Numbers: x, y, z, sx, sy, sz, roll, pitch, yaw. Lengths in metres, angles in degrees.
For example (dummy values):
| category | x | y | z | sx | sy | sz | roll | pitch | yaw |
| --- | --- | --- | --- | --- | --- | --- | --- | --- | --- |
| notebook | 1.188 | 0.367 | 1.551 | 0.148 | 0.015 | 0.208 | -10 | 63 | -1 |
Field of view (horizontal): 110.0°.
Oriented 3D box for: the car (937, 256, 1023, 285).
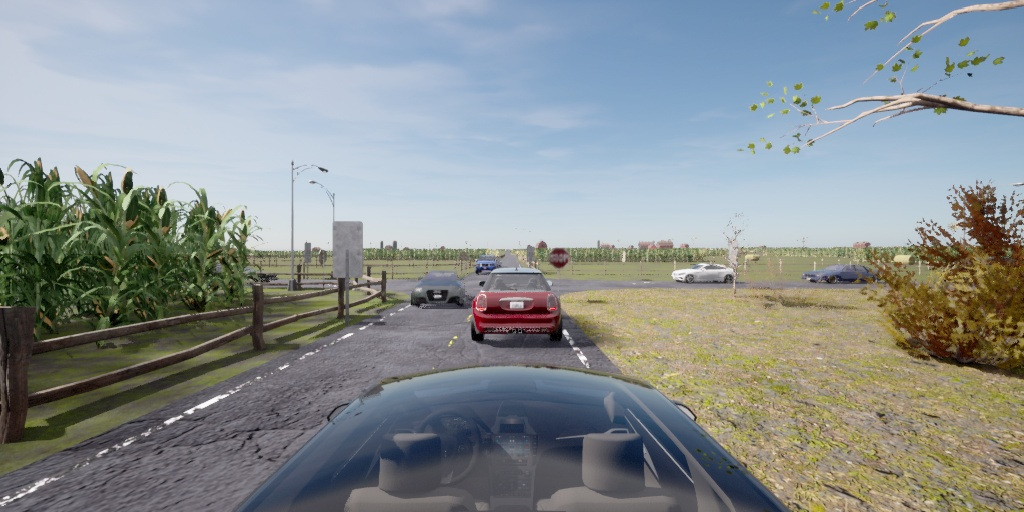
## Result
| category | x | y | z | sx | sy | sz | roll | pitch | yaw |
| --- | --- | --- | --- | --- | --- | --- | --- | --- | --- |
| car | 35.814 | 1.052 | 27.060 | 5.566 | 2.045 | 2.150 | 0 | 0 | 1 |

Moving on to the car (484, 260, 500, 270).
| category | x | y | z | sx | sy | sz | roll | pitch | yaw |
| --- | --- | --- | --- | --- | --- | --- | --- | --- | --- |
| car | -2.772 | 1.244 | 50.668 | 1.994 | 1.385 | 4.181 | 0 | 0 | 0 |

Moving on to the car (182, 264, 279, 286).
| category | x | y | z | sx | sy | sz | roll | pitch | yaw |
| --- | --- | --- | --- | --- | --- | --- | --- | --- | --- |
| car | -18.817 | 1.232 | 24.067 | 5.357 | 1.411 | 2.033 | 0 | 0 | 0 |

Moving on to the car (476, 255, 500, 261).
| category | x | y | z | sx | sy | sz | roll | pitch | yaw |
| --- | --- | --- | --- | --- | --- | --- | --- | --- | --- |
| car | -2.821 | 0.927 | 40.742 | 2.150 | 2.045 | 5.566 | 0 | 0 | 1 |

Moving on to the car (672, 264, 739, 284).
| category | x | y | z | sx | sy | sz | roll | pitch | yaw |
| --- | --- | --- | --- | --- | --- | --- | --- | --- | --- |
| car | 14.541 | 1.298 | 27.057 | 4.674 | 1.442 | 1.812 | 0 | 0 | 0 |

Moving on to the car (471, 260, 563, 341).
| category | x | y | z | sx | sy | sz | roll | pitch | yaw |
| --- | --- | --- | --- | --- | --- | --- | --- | --- | --- |
| car | 0.110 | 1.100 | 10.017 | 2.097 | 1.767 | 4.553 | 0 | 0 | 0 |

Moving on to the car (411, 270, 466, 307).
| category | x | y | z | sx | sy | sz | roll | pitch | yaw |
| --- | --- | --- | --- | --- | --- | --- | --- | --- | --- |
| car | -2.979 | 1.309 | 15.282 | 1.994 | 1.385 | 4.181 | 0 | 0 | -7 |

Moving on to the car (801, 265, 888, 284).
| category | x | y | z | sx | sy | sz | roll | pitch | yaw |
| --- | --- | --- | --- | --- | --- | --- | --- | --- | --- |
| car | 25.088 | 1.350 | 27.069 | 5.357 | 1.411 | 2.033 | 0 | 0 | 0 |
